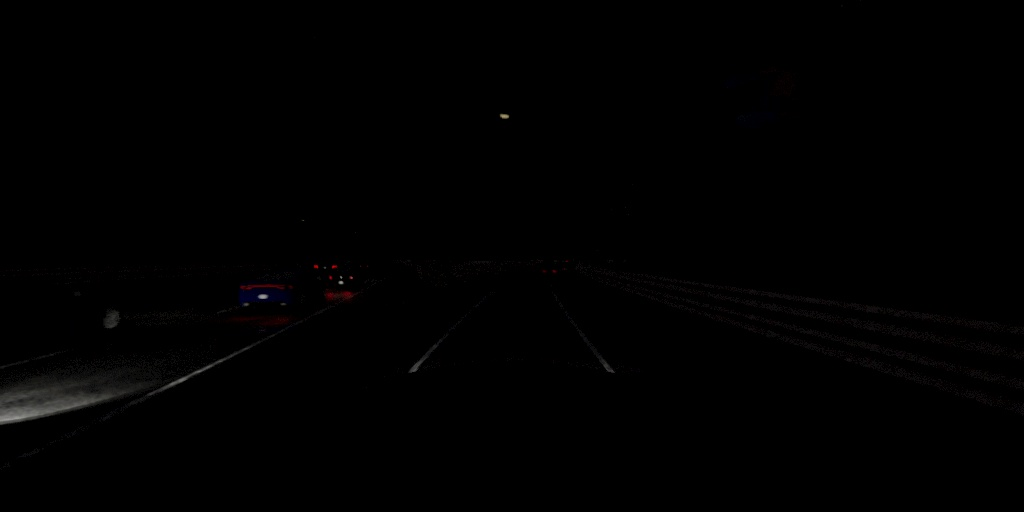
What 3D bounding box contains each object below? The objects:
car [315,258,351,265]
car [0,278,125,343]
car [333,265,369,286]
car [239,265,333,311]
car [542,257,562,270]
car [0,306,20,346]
[{"bbox_3d":[-18.058,1.215,35.826,2.150,2.045,5.566,1,-1,-15],"label":"car"},{"bbox_3d":[-11.015,1.198,7.613,1.882,1.535,5.008,1,-1,-13],"label":"car"},{"bbox_3d":[-12.094,1.523,26.406,1.895,1.301,4.718,1,-1,-14],"label":"car"},{"bbox_3d":[-9.247,1.288,14.911,1.882,1.535,5.008,1,-1,-14],"label":"car"},{"bbox_3d":[6.336,1.340,58.001,2.097,1.767,4.553,1,0,16],"label":"car"},{"bbox_3d":[-6.214,1.269,1.865,1.994,1.385,4.181,1,-1,-13],"label":"car"}]
